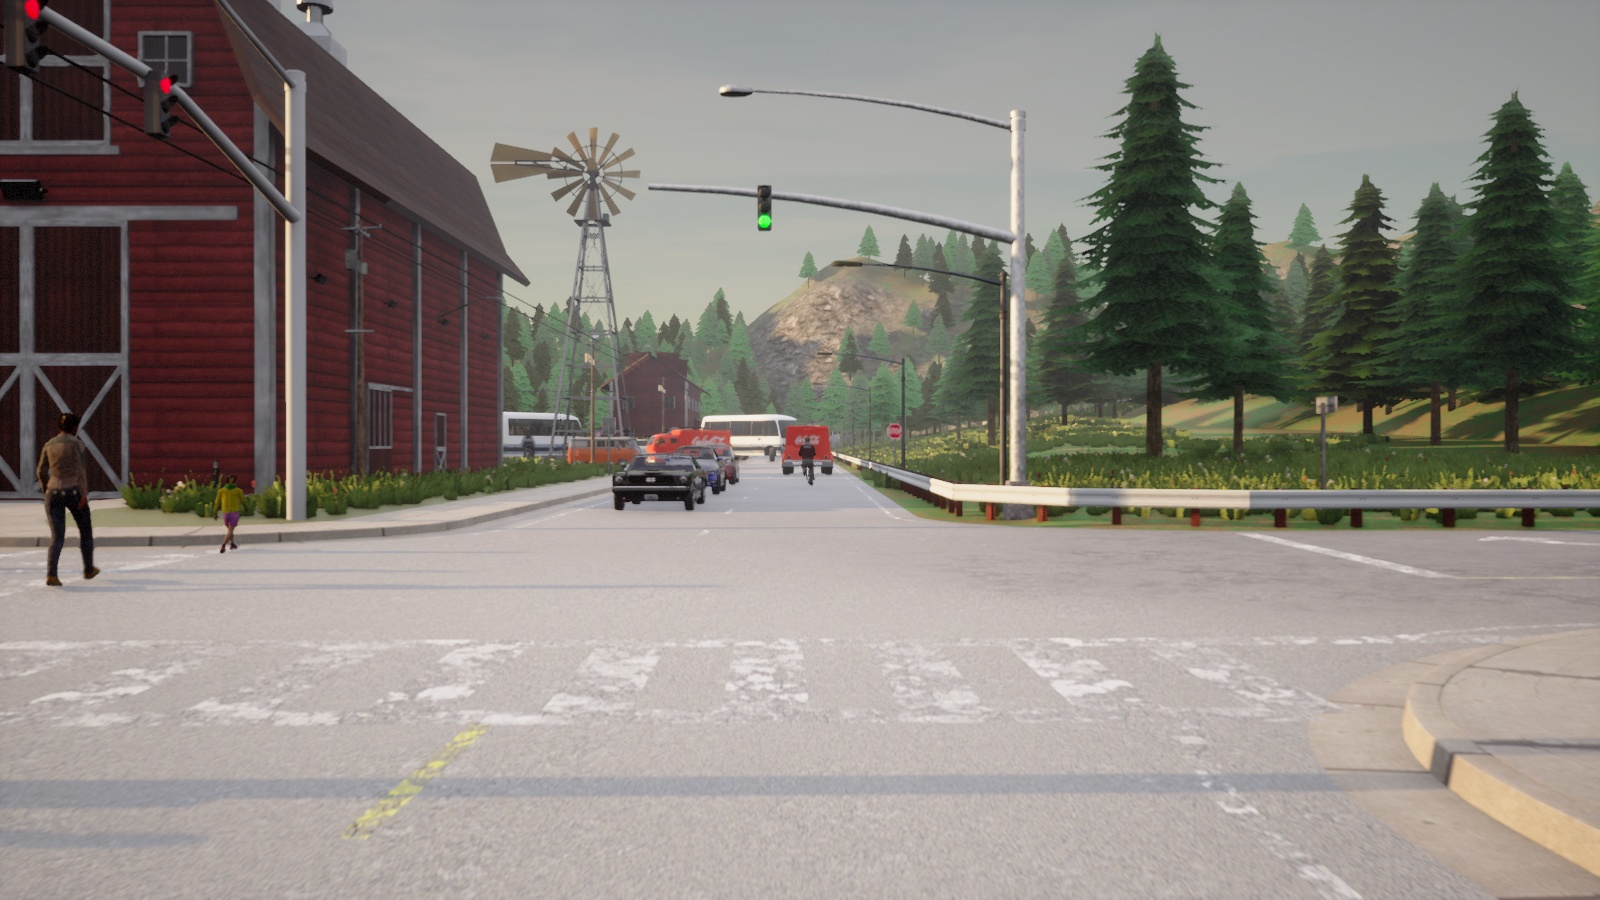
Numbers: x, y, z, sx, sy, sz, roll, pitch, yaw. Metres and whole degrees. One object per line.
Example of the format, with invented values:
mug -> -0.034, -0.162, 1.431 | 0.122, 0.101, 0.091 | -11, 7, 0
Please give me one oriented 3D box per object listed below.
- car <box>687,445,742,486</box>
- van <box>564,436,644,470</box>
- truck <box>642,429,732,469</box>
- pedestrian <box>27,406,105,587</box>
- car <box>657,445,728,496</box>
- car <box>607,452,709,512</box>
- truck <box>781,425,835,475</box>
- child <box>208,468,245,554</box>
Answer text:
car -> -3.214, 0.562, 47.778 | 1.845, 1.501, 3.633 | 0, 0, 0
van -> -11.593, 0.184, 74.522 | 4.442, 1.987, 1.775 | 0, 0, 2
truck -> -7.260, -0.075, 80.252 | 5.204, 2.467, 2.627 | 0, 0, -21
pedestrian -> -7.580, 0.463, 12.997 | 0.328, 1.805, 0.869 | 0, 0, -3
car -> -3.264, 0.598, 38.930 | 1.816, 1.474, 4.193 | 0, 0, 0
car -> -3.314, 0.721, 30.169 | 1.895, 1.301, 4.718 | 0, 0, 0
truck -> 0.380, -0.002, 63.880 | 2.627, 2.467, 5.204 | 0, 0, 0
child -> -7.840, 0.825, 17.173 | 0.299, 1.160, 0.473 | 0, 0, -3
